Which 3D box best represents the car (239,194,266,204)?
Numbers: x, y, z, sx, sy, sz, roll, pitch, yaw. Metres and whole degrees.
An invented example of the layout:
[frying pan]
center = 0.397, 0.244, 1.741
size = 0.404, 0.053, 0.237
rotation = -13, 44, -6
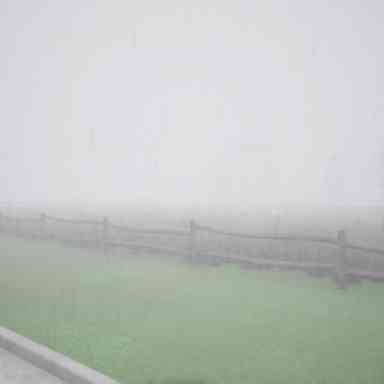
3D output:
[car]
center = 10.594, 1.325, 58.509
size = 4.605, 1.855, 1.932
rotation = 0, 0, 35
